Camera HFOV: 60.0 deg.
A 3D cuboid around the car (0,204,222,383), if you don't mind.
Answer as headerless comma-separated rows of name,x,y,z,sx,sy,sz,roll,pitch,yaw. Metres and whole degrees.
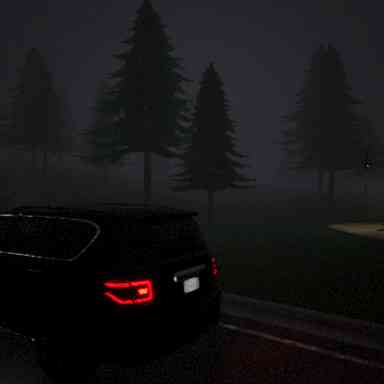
car,-2.182,1.225,5.549,5.566,2.045,2.150,0,0,35
